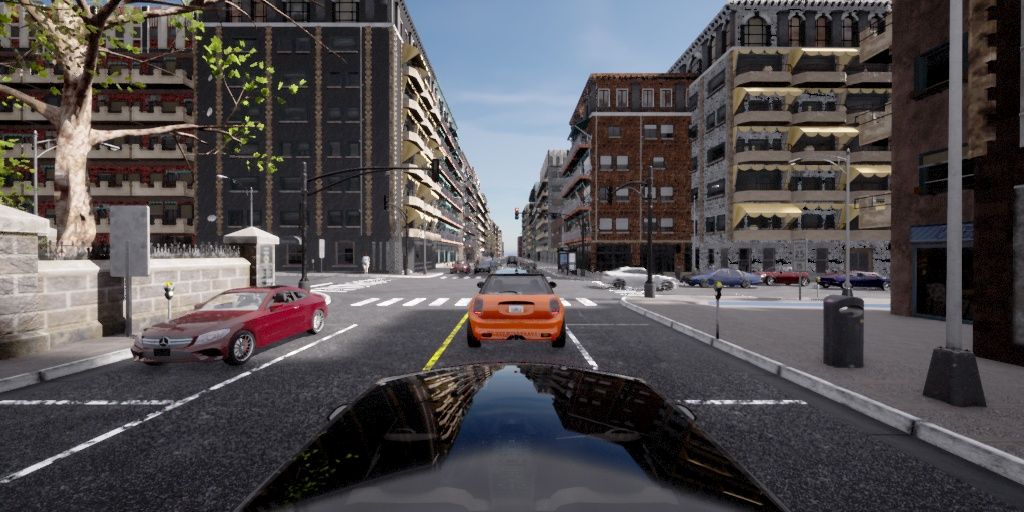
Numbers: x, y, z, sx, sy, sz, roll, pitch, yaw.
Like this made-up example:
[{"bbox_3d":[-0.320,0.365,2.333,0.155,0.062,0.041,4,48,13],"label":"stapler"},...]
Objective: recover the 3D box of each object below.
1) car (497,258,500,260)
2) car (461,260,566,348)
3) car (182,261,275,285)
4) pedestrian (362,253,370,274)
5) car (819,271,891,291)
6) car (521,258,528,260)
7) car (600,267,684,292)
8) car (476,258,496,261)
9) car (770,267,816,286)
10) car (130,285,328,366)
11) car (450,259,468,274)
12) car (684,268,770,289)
[{"bbox_3d":[-3.163,1.311,52.858,1.994,1.385,4.181,0,0,0],"label":"car"},{"bbox_3d":[0.118,1.101,9.438,2.097,1.767,4.553,0,0,1],"label":"car"},{"bbox_3d":[-17.675,1.034,22.524,4.181,1.385,1.994,1,0,-1],"label":"car"},{"bbox_3d":[-12.751,0.651,31.322,0.375,1.860,0.375,0,-1,-1],"label":"pedestrian"},{"bbox_3d":[25.250,1.815,26.299,4.718,1.301,1.895,1,0,-1],"label":"car"},{"bbox_3d":[2.625,1.298,51.622,2.007,1.370,4.403,0,0,0],"label":"car"},{"bbox_3d":[8.134,1.436,23.176,4.674,1.442,1.812,2,1,7],"label":"car"},{"bbox_3d":[-3.150,1.250,39.742,1.837,1.490,4.892,0,1,0],"label":"car"},{"bbox_3d":[21.345,1.571,28.812,4.097,1.591,1.967,0,0,-1],"label":"car"},{"bbox_3d":[-5.696,1.331,7.928,1.802,1.307,4.207,0,0,0],"label":"car"},{"bbox_3d":[-5.740,1.187,40.339,1.967,1.591,4.097,0,0,0],"label":"car"},{"bbox_3d":[15.217,1.584,26.167,5.357,1.411,2.033,1,0,-1],"label":"car"}]
